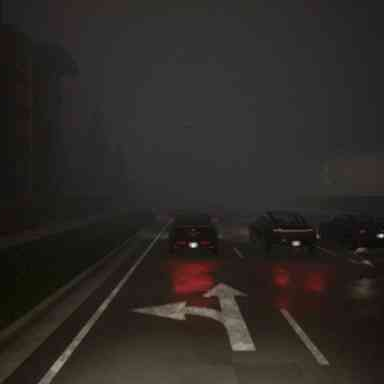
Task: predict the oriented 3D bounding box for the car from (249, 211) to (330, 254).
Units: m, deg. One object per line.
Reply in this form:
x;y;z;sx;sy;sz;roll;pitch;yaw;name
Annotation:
3.564;1.541;13.763;2.128;1.511;4.902;0;0;0;car

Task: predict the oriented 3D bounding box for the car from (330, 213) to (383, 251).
7.069;1.615;14.416;1.994;1.385;4.181;0;0;0;car

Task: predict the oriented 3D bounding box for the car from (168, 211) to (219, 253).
0.065;1.556;13.860;1.837;1.490;4.892;0;0;0;car
